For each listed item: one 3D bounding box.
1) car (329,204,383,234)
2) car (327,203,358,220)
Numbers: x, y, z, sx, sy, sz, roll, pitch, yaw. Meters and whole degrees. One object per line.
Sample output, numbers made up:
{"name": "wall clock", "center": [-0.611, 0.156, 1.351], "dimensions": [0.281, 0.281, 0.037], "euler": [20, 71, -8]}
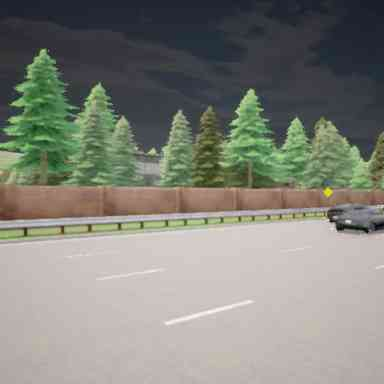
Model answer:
{"name": "car", "center": [10.370, 1.637, 19.745], "dimensions": [4.181, 1.385, 1.994], "euler": [0, 0, -36]}
{"name": "car", "center": [12.291, 1.597, 25.415], "dimensions": [4.892, 1.490, 1.837], "euler": [0, 0, -36]}
